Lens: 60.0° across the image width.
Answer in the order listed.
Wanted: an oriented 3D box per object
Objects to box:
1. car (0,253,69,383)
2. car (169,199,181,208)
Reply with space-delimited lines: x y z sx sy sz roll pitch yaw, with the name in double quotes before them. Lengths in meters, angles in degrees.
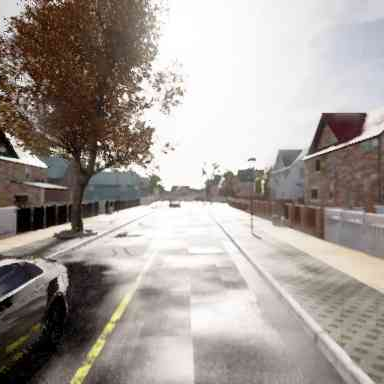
"car" -2.851 1.501 3.359 2.128 1.511 4.902 0 0 0
"car" -2.753 1.881 54.449 2.033 1.411 5.357 0 -1 0
